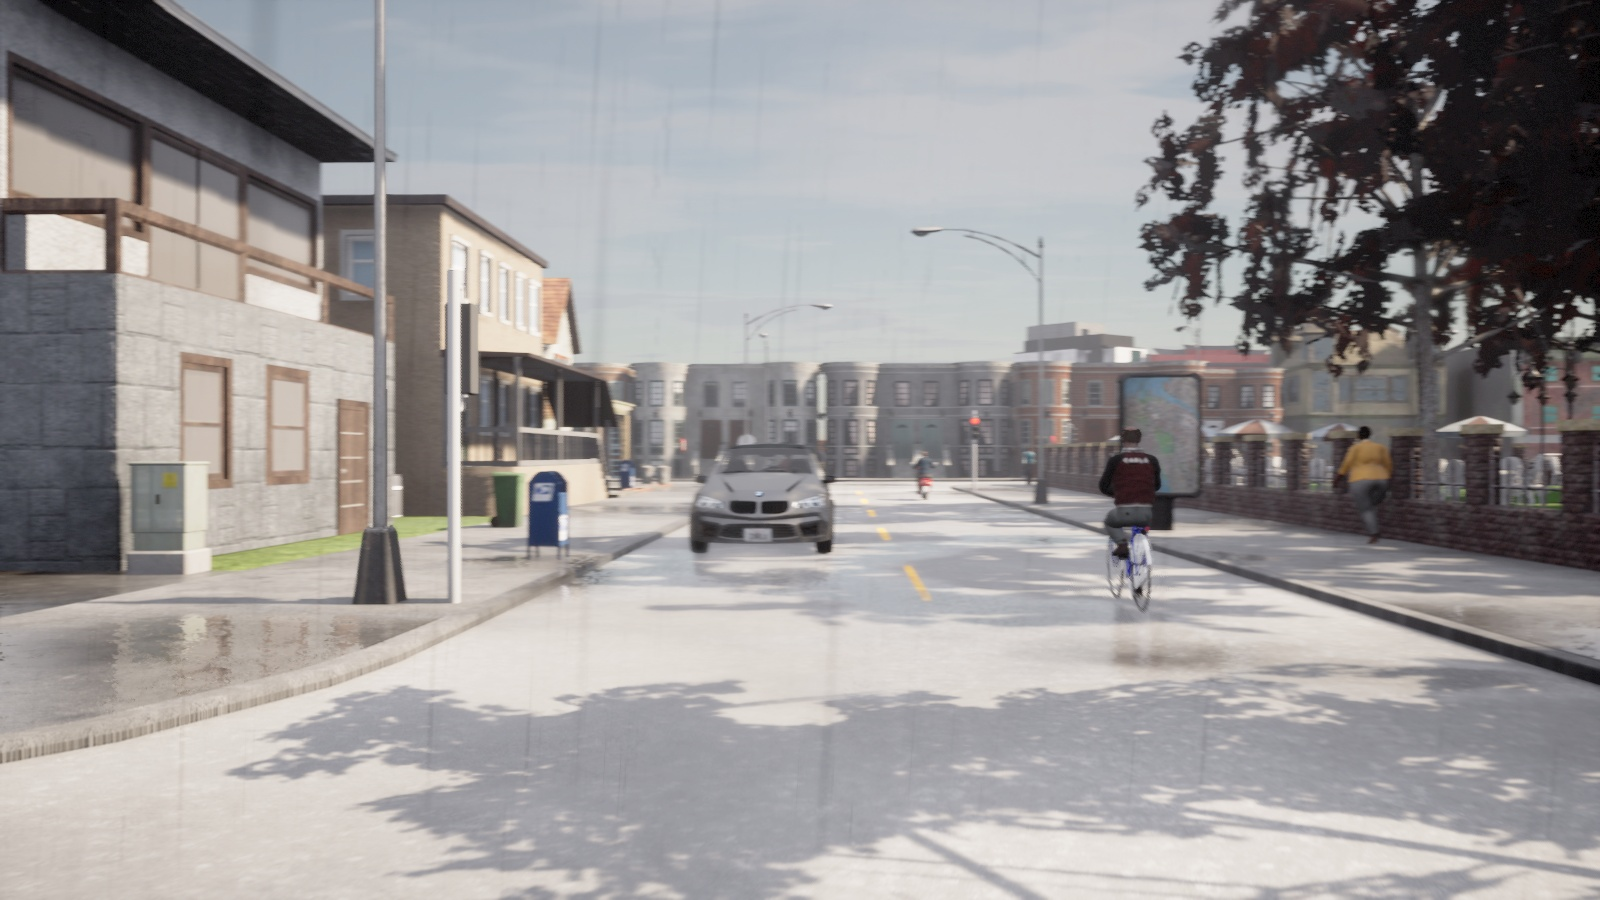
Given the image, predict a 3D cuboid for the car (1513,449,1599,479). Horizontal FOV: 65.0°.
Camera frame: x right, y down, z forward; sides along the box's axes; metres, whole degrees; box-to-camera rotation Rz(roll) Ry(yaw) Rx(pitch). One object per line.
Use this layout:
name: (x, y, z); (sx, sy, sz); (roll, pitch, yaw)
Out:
car: (39.393, 0.719, 65.054); (3.806, 1.475, 1.970); (0, 0, 3)

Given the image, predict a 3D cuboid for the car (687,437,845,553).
car: (-0.415, 0.664, 20.440); (2.242, 1.667, 4.611); (0, 0, 3)

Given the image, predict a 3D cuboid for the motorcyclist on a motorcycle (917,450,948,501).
motorcyclist on a motorcycle: (4.323, 0.818, 41.109); (0.866, 1.590, 1.817); (0, 0, 2)

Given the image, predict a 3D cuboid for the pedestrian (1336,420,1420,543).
pedestrian: (8.879, 0.474, 19.327); (0.874, 1.855, 0.900); (0, 0, 1)

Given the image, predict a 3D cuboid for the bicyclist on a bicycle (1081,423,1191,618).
bicyclist on a bicycle: (3.266, 0.642, 12.356); (0.659, 1.776, 1.843); (0, 0, 3)

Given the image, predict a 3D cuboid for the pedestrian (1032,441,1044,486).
pedestrian: (10.405, 0.589, 54.900); (0.396, 1.930, 0.692); (0, 0, 4)
